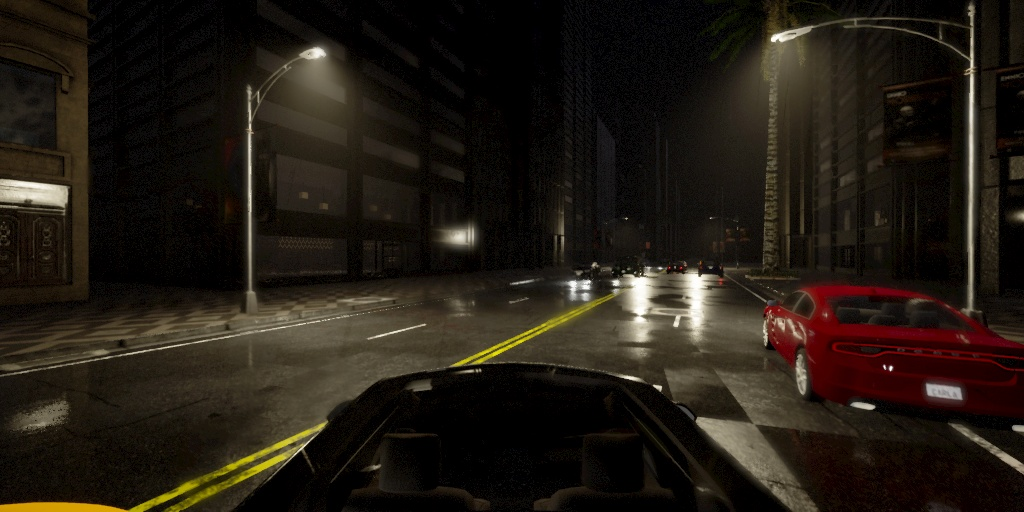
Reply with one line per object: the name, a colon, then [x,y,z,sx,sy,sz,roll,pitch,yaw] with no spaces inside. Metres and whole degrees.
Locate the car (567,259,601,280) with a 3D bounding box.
car: [6.652,1.251,32.066,2.128,1.511,4.902,0,0,27]

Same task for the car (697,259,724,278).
car: [19.287,1.116,34.911,2.097,1.767,4.553,0,0,27]

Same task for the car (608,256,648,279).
car: [10.713,0.982,32.852,2.150,2.045,5.566,0,0,27]

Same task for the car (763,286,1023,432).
car: [5.513,1.228,5.834,1.882,1.535,5.008,0,0,27]

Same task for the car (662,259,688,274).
car: [18.647,1.315,40.733,2.033,1.411,5.357,0,0,27]
